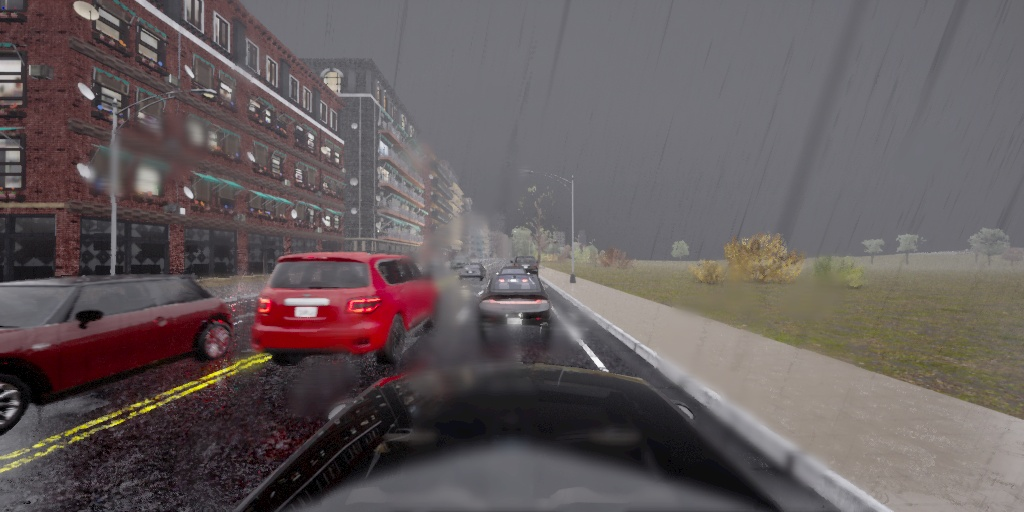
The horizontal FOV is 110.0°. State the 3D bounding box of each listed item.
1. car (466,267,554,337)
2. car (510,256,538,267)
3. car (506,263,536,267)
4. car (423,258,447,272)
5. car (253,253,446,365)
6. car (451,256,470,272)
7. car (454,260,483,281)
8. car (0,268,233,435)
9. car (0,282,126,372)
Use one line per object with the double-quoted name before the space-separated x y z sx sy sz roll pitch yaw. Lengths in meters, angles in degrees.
"car" 0.081 1.243 10.318 2.128 1.511 4.902 0 0 0
"car" 1.069 0.979 30.970 2.150 2.045 5.566 0 0 0
"car" 0.060 1.301 20.758 2.033 1.411 5.357 0 0 0
"car" -9.954 1.105 46.586 2.097 1.767 4.553 0 0 0
"car" -3.166 0.969 8.185 2.150 2.045 5.566 0 0 0
"car" -6.707 0.975 47.674 2.150 2.045 5.566 0 0 0
"car" -3.224 1.301 30.339 2.033 1.411 5.357 0 0 0
"car" -6.607 1.103 5.203 2.097 1.767 4.553 0 0 0
"car" -9.859 1.298 5.530 2.033 1.411 5.357 0 0 0
